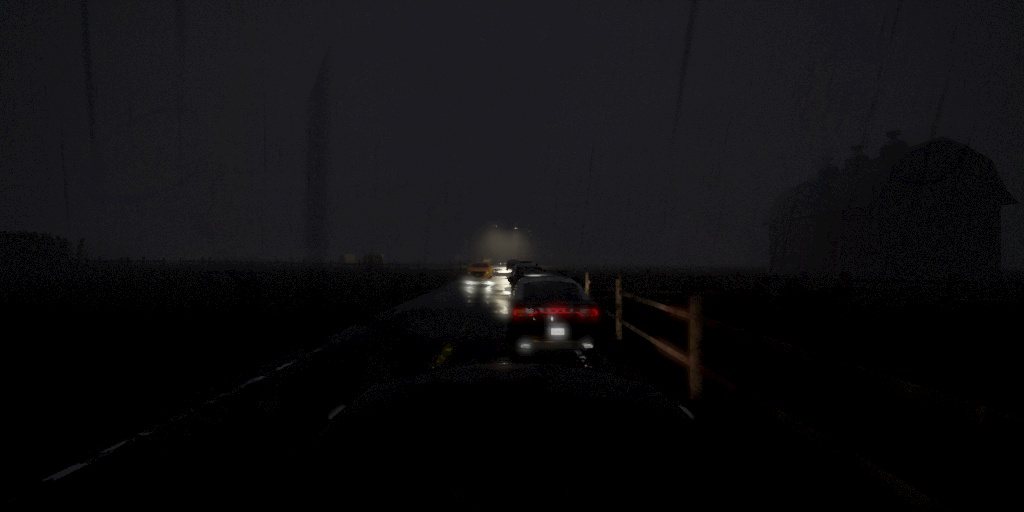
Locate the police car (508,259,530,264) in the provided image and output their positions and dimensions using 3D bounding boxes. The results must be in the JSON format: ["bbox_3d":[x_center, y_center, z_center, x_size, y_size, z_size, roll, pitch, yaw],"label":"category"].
[{"bbox_3d":[0.886,1.173,25.123,1.930,1.638,5.238,0,0,0],"label":"police car"}]

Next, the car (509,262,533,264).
[{"bbox_3d":[0.868,1.253,19.012,1.837,1.490,4.892,0,0,0],"label":"car"}]

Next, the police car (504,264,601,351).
[{"bbox_3d":[0.841,1.174,9.123,1.930,1.638,5.238,0,0,0],"label":"police car"}]

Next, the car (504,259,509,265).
[{"bbox_3d":[0.188,1.220,49.495,1.882,1.535,5.008,0,0,1],"label":"car"}]

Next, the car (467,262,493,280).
[{"bbox_3d":[-2.672,1.224,30.821,1.882,1.535,5.008,0,0,0],"label":"car"}]
